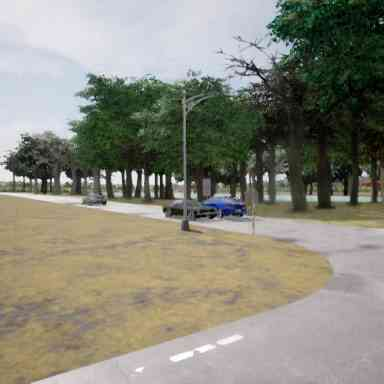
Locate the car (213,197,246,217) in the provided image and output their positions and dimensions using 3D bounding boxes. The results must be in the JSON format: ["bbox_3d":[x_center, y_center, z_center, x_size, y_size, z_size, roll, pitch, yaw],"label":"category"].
[{"bbox_3d":[2.063,1.112,25.505,1.882,1.535,5.008,0,1,-29],"label":"car"}]

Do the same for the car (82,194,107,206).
[{"bbox_3d":[-11.724,0.926,39.935,1.994,1.385,4.181,-1,2,-36],"label":"car"}]

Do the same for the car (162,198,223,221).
[{"bbox_3d":[-0.216,1.280,23.953,1.895,1.301,4.718,-1,2,-36],"label":"car"}]
